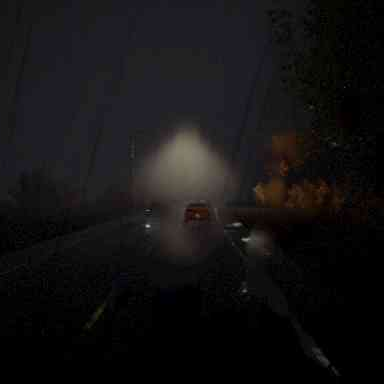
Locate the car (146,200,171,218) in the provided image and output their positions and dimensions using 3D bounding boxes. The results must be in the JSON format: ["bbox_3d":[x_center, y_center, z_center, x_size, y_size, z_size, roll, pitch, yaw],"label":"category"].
[{"bbox_3d":[-3.011,1.520,30.684,1.837,1.490,4.892,0,0,3],"label":"car"}]

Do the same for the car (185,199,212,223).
[{"bbox_3d":[0.481,1.491,25.648,1.882,1.535,5.008,0,0,2],"label":"car"}]

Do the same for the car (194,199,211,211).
[{"bbox_3d":[1.358,1.579,42.084,1.994,1.385,4.181,0,0,4],"label":"car"}]
